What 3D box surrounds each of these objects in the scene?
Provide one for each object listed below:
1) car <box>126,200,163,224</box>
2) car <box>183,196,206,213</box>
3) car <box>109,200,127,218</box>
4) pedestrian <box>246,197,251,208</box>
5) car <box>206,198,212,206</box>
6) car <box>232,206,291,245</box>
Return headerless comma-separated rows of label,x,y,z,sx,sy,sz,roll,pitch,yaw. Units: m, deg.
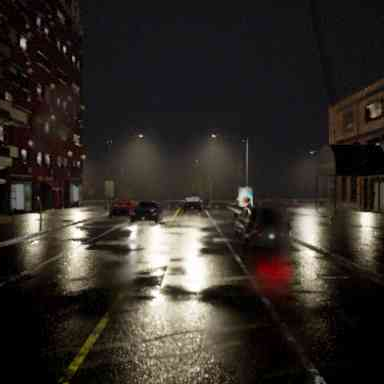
car,-3.098,1.371,23.432,1.812,1.442,4.674,0,0,0
car,0.061,1.268,34.074,2.128,1.511,4.902,0,0,0
car,-5.699,1.361,27.928,1.887,1.381,4.507,-1,0,0
pedestrian,3.000,1.177,17.846,0.375,1.860,0.375,-1,1,-3
car,1.222,1.261,46.014,1.994,1.385,4.181,0,0,25
car,3.000,1.407,14.912,1.837,1.490,4.892,0,0,0
